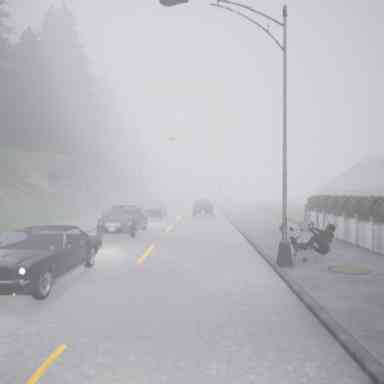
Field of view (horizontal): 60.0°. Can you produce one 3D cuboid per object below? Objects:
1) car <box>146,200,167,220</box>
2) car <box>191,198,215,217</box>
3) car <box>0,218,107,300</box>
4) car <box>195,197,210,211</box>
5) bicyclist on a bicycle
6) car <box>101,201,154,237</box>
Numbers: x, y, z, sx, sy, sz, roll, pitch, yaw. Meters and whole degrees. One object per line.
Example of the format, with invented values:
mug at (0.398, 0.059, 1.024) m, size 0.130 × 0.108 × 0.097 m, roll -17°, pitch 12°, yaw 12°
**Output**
car at (-3.246, 1.396, 27.888) m, size 1.882 × 1.535 × 5.008 m, roll 0°, pitch 0°, yaw 2°
car at (1.008, 1.418, 30.128) m, size 1.837 × 1.490 × 4.892 m, roll 0°, pitch 0°, yaw 2°
car at (-3.874, 1.575, 8.461) m, size 1.895 × 1.301 × 4.718 m, roll 0°, pitch 0°, yaw 2°
car at (1.304, 1.409, 40.255) m, size 1.812 × 1.442 × 4.674 m, roll 0°, pitch 0°, yaw 3°
bicyclist on a bicycle at (3.537, 1.414, 9.794) m, size 1.620 × 1.656 × 0.582 m, roll -15°, pitch -24°, yaw -7°
car at (-3.582, 1.439, 17.690) m, size 2.128 × 1.511 × 4.902 m, roll 0°, pitch 0°, yaw 2°
